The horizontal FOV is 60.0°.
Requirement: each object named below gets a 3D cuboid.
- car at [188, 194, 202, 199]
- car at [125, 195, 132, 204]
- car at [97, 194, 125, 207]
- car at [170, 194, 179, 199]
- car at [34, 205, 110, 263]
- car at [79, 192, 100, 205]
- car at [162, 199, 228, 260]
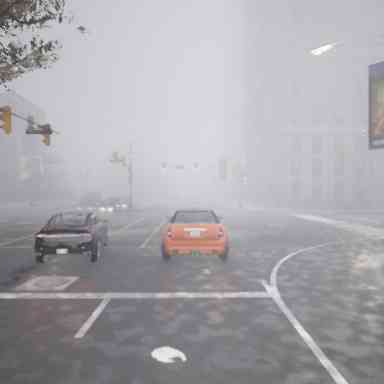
[{"bbox_3d":[0.680,1.168,74.105,1.994,1.385,4.181,0,0,20],"label":"car"},{"bbox_3d":[-11.507,1.264,57.216,2.128,1.511,4.902,0,0,0],"label":"car"},{"bbox_3d":[-11.513,1.301,47.786,2.128,1.511,4.902,0,0,0],"label":"car"},{"bbox_3d":[-3.890,1.059,74.077,2.033,1.411,5.357,0,0,-8],"label":"car"},{"bbox_3d":[-4.102,1.446,11.803,2.128,1.511,4.902,0,0,-10],"label":"car"},{"bbox_3d":[-14.992,1.025,49.450,2.150,2.045,5.566,0,0,0],"label":"car"},{"bbox_3d":[0.101,1.301,12.345,2.097,1.767,4.553,0,0,0],"label":"car"}]
